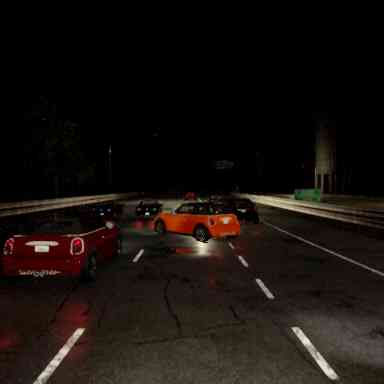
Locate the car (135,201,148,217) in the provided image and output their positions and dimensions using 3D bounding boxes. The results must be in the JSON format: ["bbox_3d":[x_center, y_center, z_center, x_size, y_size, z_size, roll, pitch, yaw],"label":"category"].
[{"bbox_3d":[-3.620,1.407,28.903,1.895,1.301,4.718,0,1,0],"label":"car"}]

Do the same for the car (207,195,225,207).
[{"bbox_3d":[3.229,1.122,45.369,2.033,1.411,5.357,0,1,0],"label":"car"}]

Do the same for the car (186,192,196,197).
[{"bbox_3d":[-0.236,0.897,59.810,1.812,1.442,4.674,0,1,1],"label":"car"}]

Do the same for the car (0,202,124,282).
[{"bbox_3d":[-3.491,1.334,9.825,2.097,1.767,4.553,0,0,-1],"label":"car"}]

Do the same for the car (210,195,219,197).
[{"bbox_3d":[3.255,1.183,34.587,1.801,1.575,5.366,0,1,0],"label":"car"}]

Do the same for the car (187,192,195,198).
[{"bbox_3d":[-0.249,0.663,76.317,1.812,1.442,4.674,0,1,0],"label":"car"}]

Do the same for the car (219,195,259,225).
[{"bbox_3d":[3.306,1.235,23.395,2.097,1.767,4.553,0,1,0],"label":"car"}]

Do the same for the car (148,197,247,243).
[{"bbox_3d":[0.108,1.308,16.175,2.097,1.767,4.553,0,0,-40],"label":"car"}]
